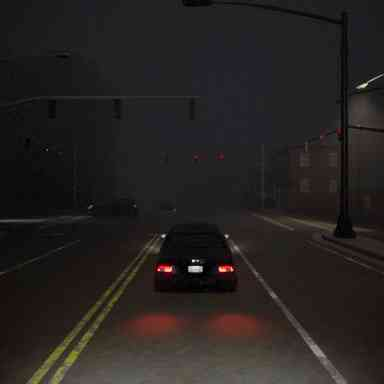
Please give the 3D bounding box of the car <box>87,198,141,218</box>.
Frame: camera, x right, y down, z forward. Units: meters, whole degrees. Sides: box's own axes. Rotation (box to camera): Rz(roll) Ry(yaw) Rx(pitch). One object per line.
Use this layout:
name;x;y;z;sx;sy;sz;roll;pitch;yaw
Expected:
car;-6.947;1.327;29.728;4.553;1.767;2.097;0;0;1

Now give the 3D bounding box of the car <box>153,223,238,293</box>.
car;0.083;1.547;8.988;2.033;1.411;5.357;0;0;0

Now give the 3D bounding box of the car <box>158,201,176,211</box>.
car;-3.538;2.008;45.961;1.812;1.442;4.674;0;-4;0
